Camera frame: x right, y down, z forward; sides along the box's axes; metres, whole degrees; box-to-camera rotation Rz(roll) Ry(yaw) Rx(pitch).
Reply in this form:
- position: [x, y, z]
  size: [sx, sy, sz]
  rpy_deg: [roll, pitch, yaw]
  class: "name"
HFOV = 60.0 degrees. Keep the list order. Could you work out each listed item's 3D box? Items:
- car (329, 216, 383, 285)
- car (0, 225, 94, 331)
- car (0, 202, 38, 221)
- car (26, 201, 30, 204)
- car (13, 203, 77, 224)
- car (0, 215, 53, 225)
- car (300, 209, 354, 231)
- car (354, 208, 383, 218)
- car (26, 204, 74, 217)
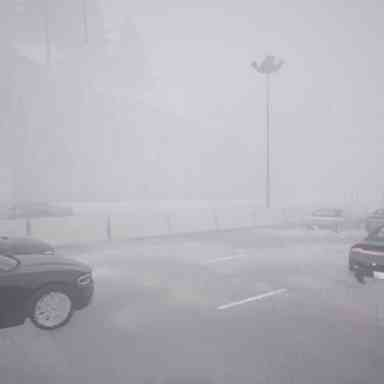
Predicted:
- position: [5.794, 1.503, 8.347]
  size: [4.902, 1.511, 2.128]
  rpy_deg: [0, 0, -38]
  class: "car"
- position: [-4.101, 1.492, 5.218]
  size: [5.008, 1.535, 1.882]
  rpy_deg: [0, 0, -35]
  class: "car"
- position: [-15.464, 1.591, 27.490]
  size: [4.674, 1.442, 1.812]
  rpy_deg: [0, 0, -37]
  class: "car"
- position: [-11.312, 1.403, 21.874]
  size: [4.553, 1.767, 2.097]
  rpy_deg: [0, 0, -37]
  class: "car"
- position: [-11.496, 1.624, 26.127]
  size: [4.181, 1.385, 1.994]
  rpy_deg: [0, 0, -38]
  class: "car"
- position: [-5.992, 1.525, 8.168]
  size: [4.892, 1.490, 1.837]
  rpy_deg: [0, 0, -35]
  class: "car"
- position: [8.431, 1.632, 19.661]
  size: [4.718, 1.301, 1.895]
  rpy_deg: [0, 0, -41]
  class: "car"
- position: [10.490, 1.515, 16.854]
  size: [4.902, 1.511, 2.128]
  rpy_deg: [0, 0, -41]
  class: "car"
- position: [-9.294, 1.608, 19.006]
  size: [4.181, 1.385, 1.994]
  rpy_deg: [0, 0, -37]
  class: "car"
